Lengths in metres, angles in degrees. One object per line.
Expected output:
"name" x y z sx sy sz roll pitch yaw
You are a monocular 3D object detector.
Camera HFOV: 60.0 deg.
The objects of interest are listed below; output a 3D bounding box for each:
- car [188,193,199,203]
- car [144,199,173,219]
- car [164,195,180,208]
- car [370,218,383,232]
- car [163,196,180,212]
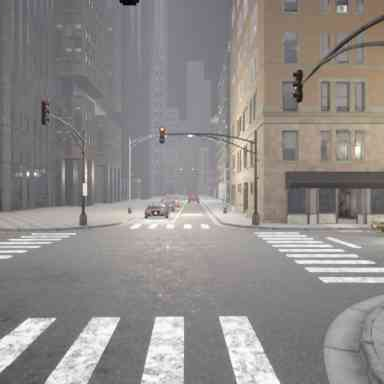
"car" 0.320 1.201 69.206 2.150 2.045 5.566 0 0 0
"car" -3.000 1.572 29.467 1.994 1.385 4.181 0 0 0
"car" -2.923 1.366 49.220 2.097 1.767 4.553 0 0 0
"car" 12.173 1.518 17.782 4.829 1.417 1.752 0 0 -1
"car" -2.962 1.503 39.321 2.128 1.511 4.902 0 0 0
